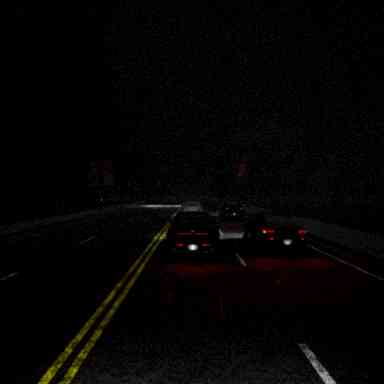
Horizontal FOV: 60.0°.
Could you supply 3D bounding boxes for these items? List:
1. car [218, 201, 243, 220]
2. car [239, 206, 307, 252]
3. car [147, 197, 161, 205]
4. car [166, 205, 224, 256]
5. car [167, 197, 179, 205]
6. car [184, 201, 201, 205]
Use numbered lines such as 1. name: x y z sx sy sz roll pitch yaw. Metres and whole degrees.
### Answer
1. car: 3.300 1.490 28.067 2.128 1.511 4.902 0 0 0
2. car: 3.303 1.522 13.737 1.812 1.442 4.674 0 0 0
3. car: -6.555 1.575 57.713 1.994 1.385 4.181 0 0 0
4. car: 0.049 1.503 13.068 1.837 1.490 4.892 0 0 1
5. car: -3.306 1.537 57.456 1.812 1.442 4.674 0 0 0
6. car: 0.055 1.523 28.731 1.812 1.442 4.674 0 0 1
